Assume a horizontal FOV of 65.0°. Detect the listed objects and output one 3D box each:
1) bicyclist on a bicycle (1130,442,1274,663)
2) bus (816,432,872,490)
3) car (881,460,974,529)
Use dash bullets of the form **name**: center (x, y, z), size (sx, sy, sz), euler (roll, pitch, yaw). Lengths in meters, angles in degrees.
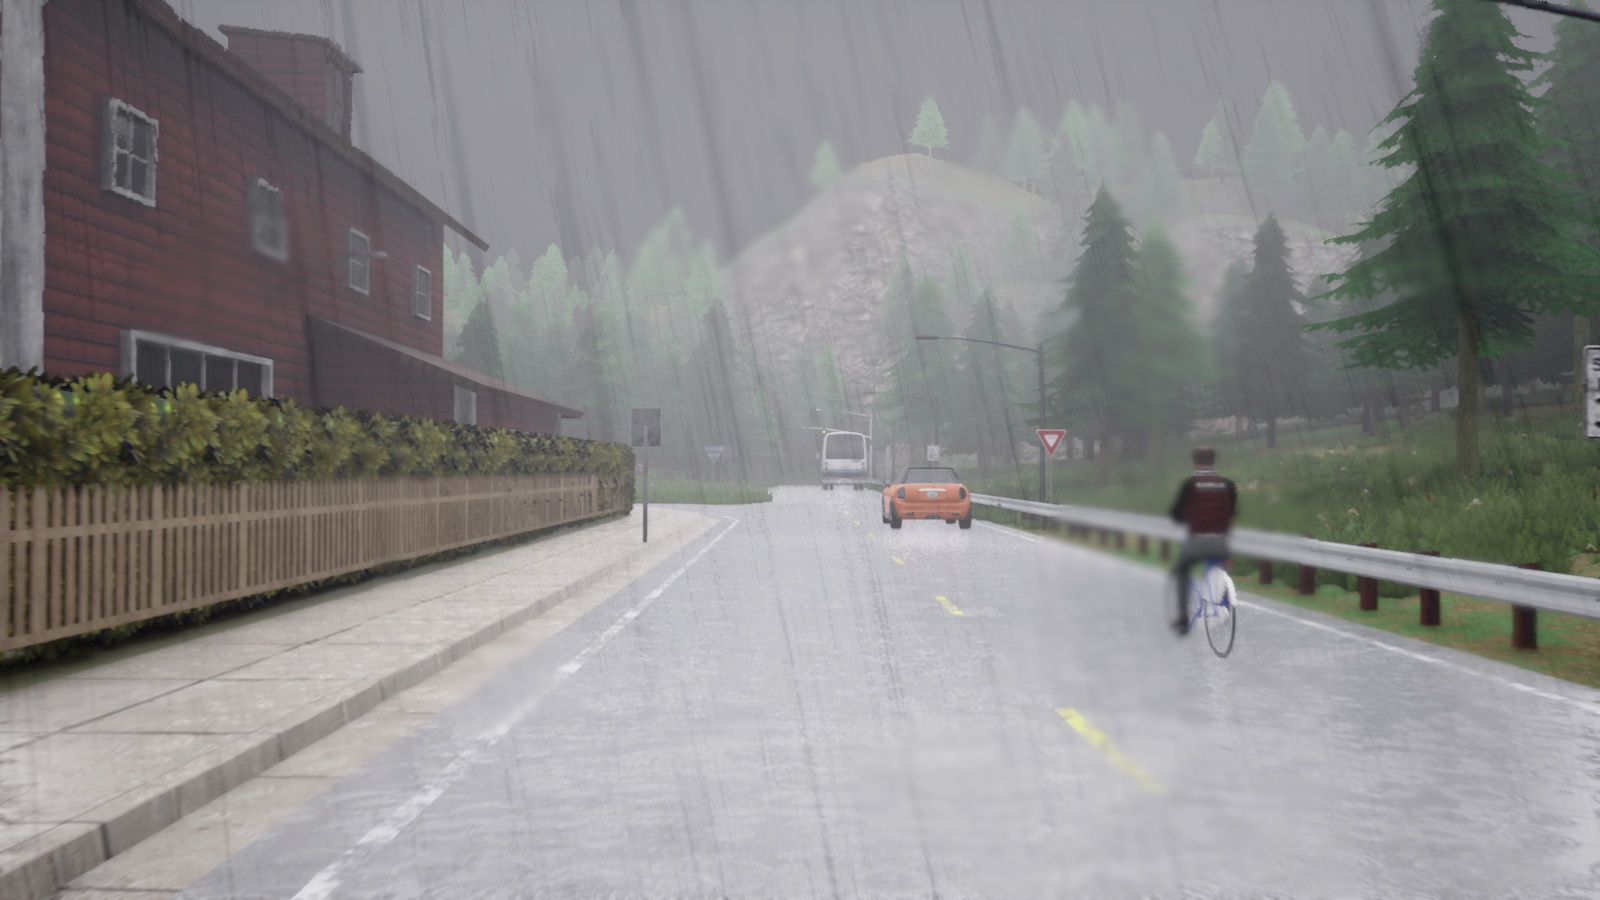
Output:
- **bicyclist on a bicycle**: center (3.473, 0.835, 11.014), size (0.659, 1.776, 1.843), euler (0, -1, 0)
- **bus**: center (3.274, 0.879, 96.560), size (3.944, 4.253, 10.273), euler (0, -1, 0)
- **car**: center (3.415, 1.179, 34.528), size (2.097, 1.767, 4.553), euler (0, -1, 0)
